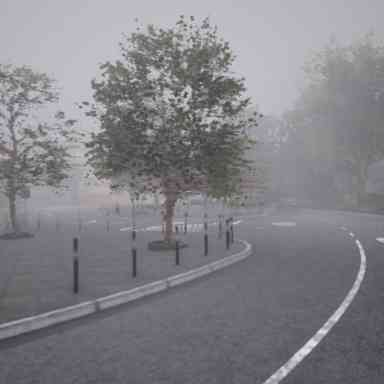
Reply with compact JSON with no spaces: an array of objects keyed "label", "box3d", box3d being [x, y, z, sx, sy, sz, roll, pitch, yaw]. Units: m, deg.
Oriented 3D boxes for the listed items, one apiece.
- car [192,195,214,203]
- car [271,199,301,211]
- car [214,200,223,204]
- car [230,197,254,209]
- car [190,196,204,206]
[{"label":"car","box3d":[3.156,1.893,93.159,5.566,2.045,2.435,0,0,17]},{"label":"car","box3d":[12.145,1.630,43.188,1.837,1.490,4.892,0,0,-19]},{"label":"car","box3d":[6.710,2.010,78.610,1.882,1.535,5.008,0,-1,17]},{"label":"car","box3d":[7.051,1.528,47.156,2.097,1.767,4.553,0,0,-20]},{"label":"car","box3d":[1.051,1.979,63.834,1.895,1.301,4.718,0,-1,-12]}]
